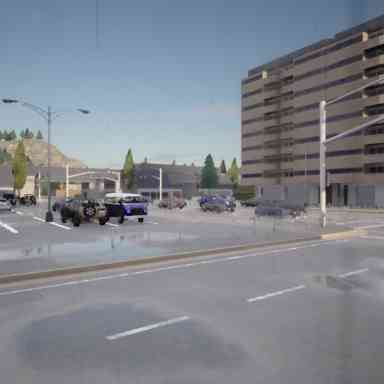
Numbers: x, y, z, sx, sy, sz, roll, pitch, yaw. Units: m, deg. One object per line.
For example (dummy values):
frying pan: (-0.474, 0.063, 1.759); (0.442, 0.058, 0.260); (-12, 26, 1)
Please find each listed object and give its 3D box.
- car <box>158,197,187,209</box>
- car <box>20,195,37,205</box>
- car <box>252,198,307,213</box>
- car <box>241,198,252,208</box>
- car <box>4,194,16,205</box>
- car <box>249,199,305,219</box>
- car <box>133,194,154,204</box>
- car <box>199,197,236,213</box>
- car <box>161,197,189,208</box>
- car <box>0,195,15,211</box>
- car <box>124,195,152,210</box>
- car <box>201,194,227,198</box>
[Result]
car: (-2.954, 1.619, 45.184); (1.994, 1.385, 4.181); (0, 0, -35)
car: (-27.288, 1.209, 55.334); (1.932, 1.855, 4.605); (0, 0, -35)
car: (9.072, 1.603, 34.292); (2.033, 1.411, 5.357); (0, 0, -35)
car: (8.984, 1.547, 46.826); (2.128, 1.511, 4.902); (0, 0, -35)
car: (-29.684, 1.212, 53.710); (1.905, 1.878, 3.866); (0, 0, -35)
car: (7.678, 1.619, 30.212); (1.994, 1.385, 4.181); (0, 0, -35)
car: (-9.306, 1.547, 66.540); (2.128, 1.511, 4.902); (0, 0, -35)
car: (2.813, 1.619, 37.066); (1.994, 1.385, 4.181); (0, 0, -35)
car: (-2.649, 1.560, 50.815); (1.837, 1.490, 4.892); (0, 0, -35)
car: (-21.826, 1.451, 37.877); (1.970, 1.475, 3.806); (0, 0, -35)
car: (-8.723, 1.656, 53.367); (1.895, 1.301, 4.718); (0, 0, -35)
car: (3.184, 1.277, 42.581); (2.150, 2.045, 5.566); (0, 0, -35)
